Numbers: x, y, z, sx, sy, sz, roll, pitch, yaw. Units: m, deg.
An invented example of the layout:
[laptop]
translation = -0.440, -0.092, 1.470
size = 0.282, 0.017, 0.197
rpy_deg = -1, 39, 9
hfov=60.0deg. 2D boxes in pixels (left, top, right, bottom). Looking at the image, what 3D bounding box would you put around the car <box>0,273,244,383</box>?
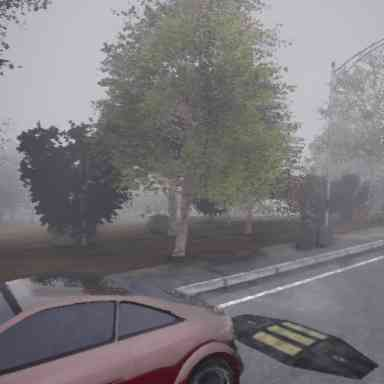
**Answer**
[car]
translation = -1.525, 1.560, 3.021
size = 4.181, 1.385, 1.994
rpy_deg = -1, 1, -36
